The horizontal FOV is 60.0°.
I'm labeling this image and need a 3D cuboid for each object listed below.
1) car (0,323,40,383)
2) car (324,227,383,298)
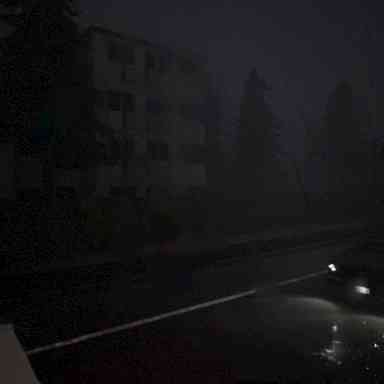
[{"bbox_3d":[-3.314,1.645,1.575,4.718,1.301,1.895,-1,0,-36],"label":"car"},{"bbox_3d":[5.416,1.452,7.927,5.357,1.411,2.033,-1,0,-36],"label":"car"}]
